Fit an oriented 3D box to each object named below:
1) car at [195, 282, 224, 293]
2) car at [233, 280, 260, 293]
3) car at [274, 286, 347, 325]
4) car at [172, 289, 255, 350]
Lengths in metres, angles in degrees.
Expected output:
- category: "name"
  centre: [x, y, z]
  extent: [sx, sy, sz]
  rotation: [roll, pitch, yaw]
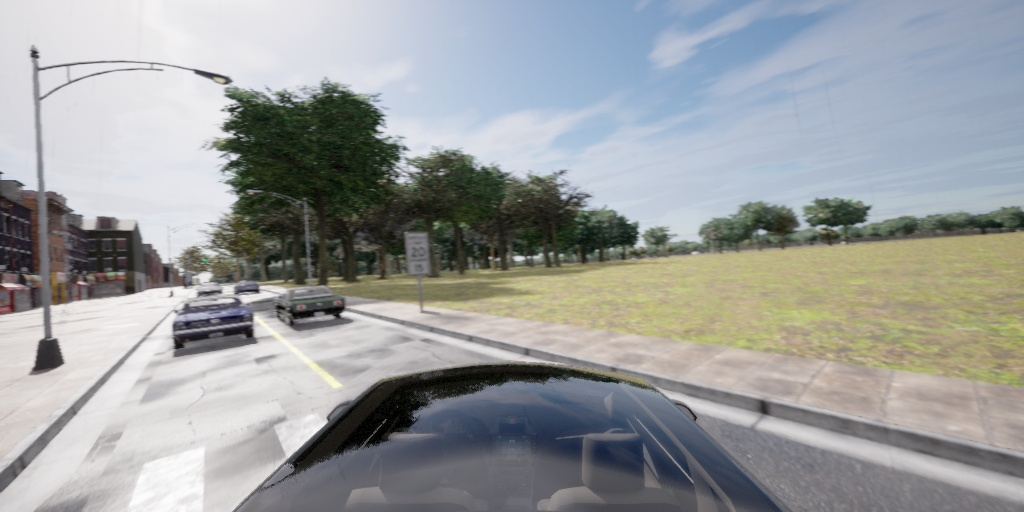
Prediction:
- category: "car"
  centre: [-28.273, 3.207, 33.603]
  extent: [2.033, 1.411, 5.357]
  rotation: [-3, 0, -40]
- category: "car"
  centre: [-27.248, 3.176, 36.831]
  extent: [1.994, 1.385, 4.181]
  rotation: [-3, 0, -40]
- category: "car"
  centre: [-8.479, 1.927, 14.796]
  extent: [1.895, 1.301, 4.718]
  rotation: [-3, 0, -40]
- category: "car"
  centre: [-9.702, 1.989, 11.687]
  extent: [1.895, 1.301, 4.718]
  rotation: [-3, 0, -40]
